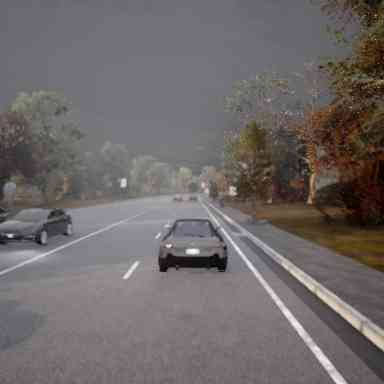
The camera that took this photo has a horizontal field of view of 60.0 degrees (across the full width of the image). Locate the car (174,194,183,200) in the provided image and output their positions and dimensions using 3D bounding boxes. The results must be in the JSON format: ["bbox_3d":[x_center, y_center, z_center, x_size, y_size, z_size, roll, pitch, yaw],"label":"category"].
[{"bbox_3d":[-3.278,1.213,82.278,1.882,1.535,5.008,0,0,0],"label":"car"}]

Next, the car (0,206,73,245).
[{"bbox_3d":[-7.052,1.469,15.358,1.837,1.490,4.892,0,0,0],"label":"car"}]

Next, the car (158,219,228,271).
[{"bbox_3d":[0.026,1.551,10.846,1.994,1.385,4.181,0,0,0],"label":"car"}]

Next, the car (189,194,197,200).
[{"bbox_3d":[0.222,1.281,82.269,2.033,1.411,5.357,0,0,0],"label":"car"}]

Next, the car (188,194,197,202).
[{"bbox_3d":[0.193,1.364,71.850,1.837,1.490,4.892,0,0,0],"label":"car"}]

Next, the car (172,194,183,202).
[{"bbox_3d":[-3.306,1.455,72.308,1.895,1.301,4.718,0,0,0],"label":"car"}]
